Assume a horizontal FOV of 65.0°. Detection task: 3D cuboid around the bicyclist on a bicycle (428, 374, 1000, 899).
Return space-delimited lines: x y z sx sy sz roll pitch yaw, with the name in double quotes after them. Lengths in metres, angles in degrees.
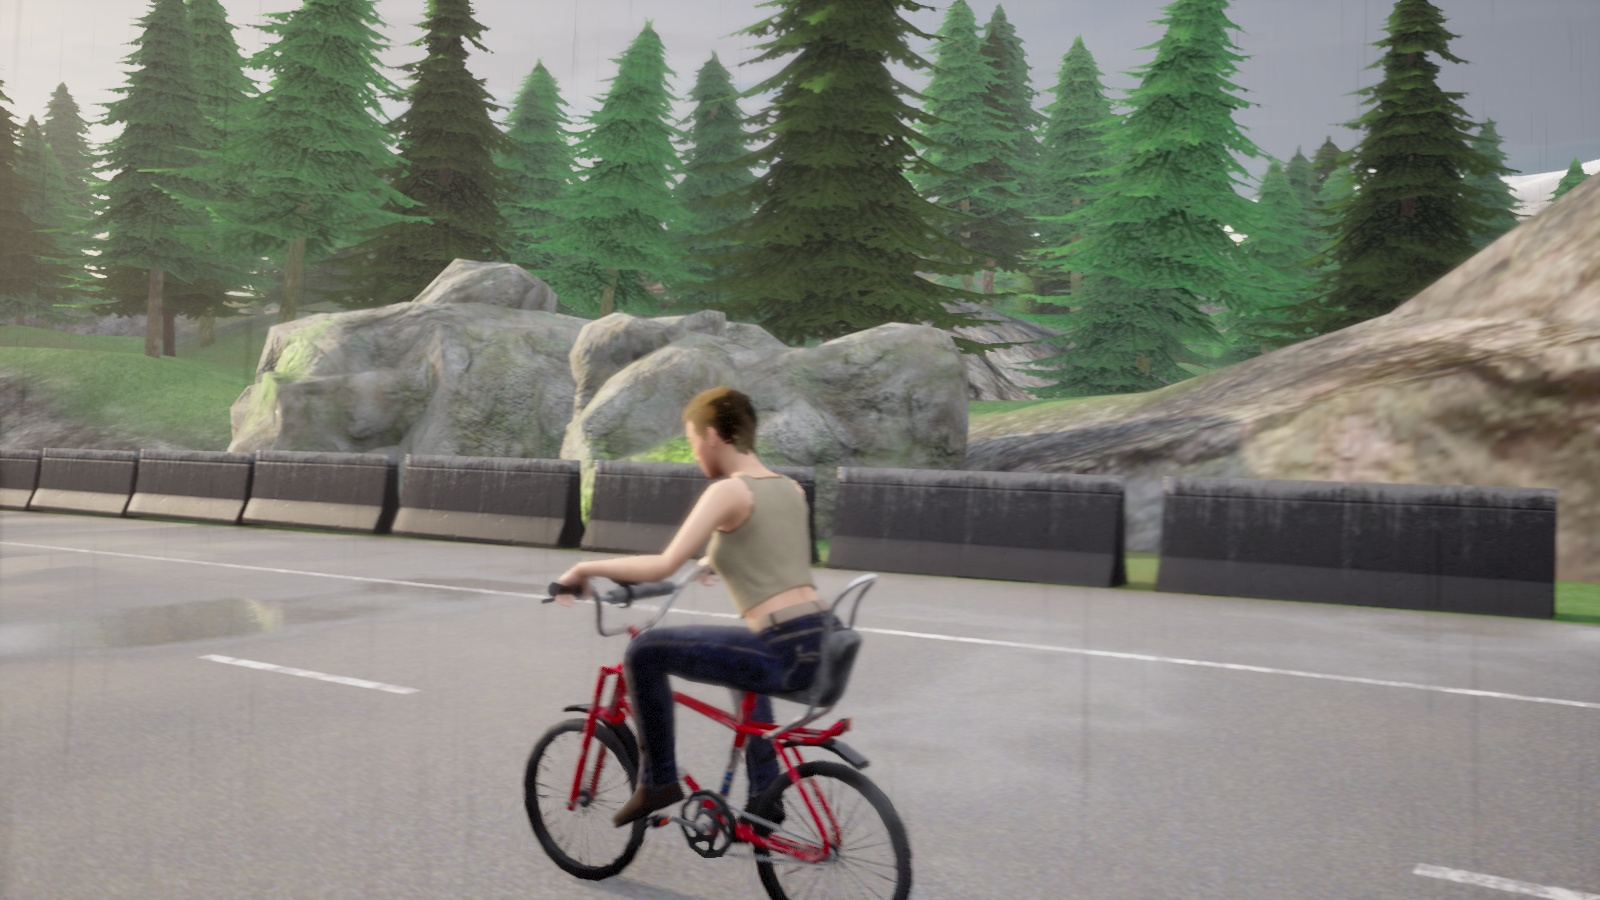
-0.275 0.619 3.837 1.509 1.612 0.866 0 1 34 "bicyclist on a bicycle"
